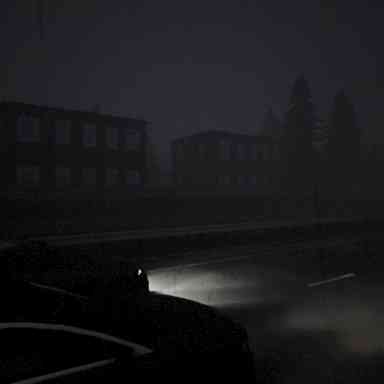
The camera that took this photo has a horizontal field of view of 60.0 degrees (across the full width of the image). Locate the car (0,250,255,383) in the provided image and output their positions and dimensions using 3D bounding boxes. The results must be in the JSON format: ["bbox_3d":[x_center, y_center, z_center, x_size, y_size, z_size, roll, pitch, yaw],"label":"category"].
[{"bbox_3d":[-1.606,1.492,2.600,4.902,1.511,2.128,0,0,-35],"label":"car"}]

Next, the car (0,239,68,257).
[{"bbox_3d":[-2.888,1.567,5.985,4.181,1.385,1.994,0,0,-36],"label":"car"}]
